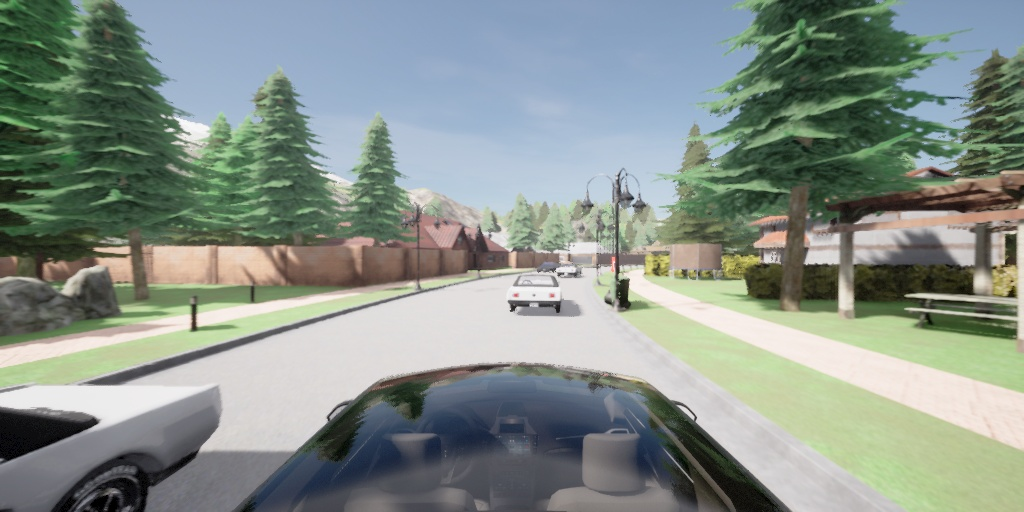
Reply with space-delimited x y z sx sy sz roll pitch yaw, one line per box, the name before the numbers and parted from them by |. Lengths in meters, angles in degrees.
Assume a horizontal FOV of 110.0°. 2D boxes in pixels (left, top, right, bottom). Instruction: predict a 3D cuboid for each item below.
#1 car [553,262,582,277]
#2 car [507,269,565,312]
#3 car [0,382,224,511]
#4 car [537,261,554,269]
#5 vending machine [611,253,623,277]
car | 5.734 1.372 35.352 1.895 1.301 4.718 0 0 19
car | 0.994 1.355 14.235 1.895 1.301 4.718 0 0 6
car | -3.515 1.338 0.933 1.895 1.301 4.718 0 0 0
car | 4.371 1.330 42.114 1.994 1.385 4.181 0 0 22
vending machine | 11.661 0.988 40.648 1.100 2.100 0.880 0 0 23
